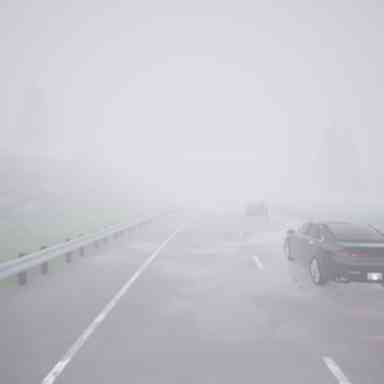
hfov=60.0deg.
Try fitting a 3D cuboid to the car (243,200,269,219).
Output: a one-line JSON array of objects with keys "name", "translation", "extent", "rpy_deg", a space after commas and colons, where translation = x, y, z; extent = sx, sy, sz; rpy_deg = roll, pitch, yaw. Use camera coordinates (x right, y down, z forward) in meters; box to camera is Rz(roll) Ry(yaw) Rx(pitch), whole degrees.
[{"name": "car", "translation": [5.597, 1.486, 29.386], "extent": [2.128, 1.511, 4.902], "rpy_deg": [0, 0, 6]}]

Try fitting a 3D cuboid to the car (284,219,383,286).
[{"name": "car", "translation": [3.952, 1.519, 9.396], "extent": [1.837, 1.490, 4.892], "rpy_deg": [0, 0, 3]}]
